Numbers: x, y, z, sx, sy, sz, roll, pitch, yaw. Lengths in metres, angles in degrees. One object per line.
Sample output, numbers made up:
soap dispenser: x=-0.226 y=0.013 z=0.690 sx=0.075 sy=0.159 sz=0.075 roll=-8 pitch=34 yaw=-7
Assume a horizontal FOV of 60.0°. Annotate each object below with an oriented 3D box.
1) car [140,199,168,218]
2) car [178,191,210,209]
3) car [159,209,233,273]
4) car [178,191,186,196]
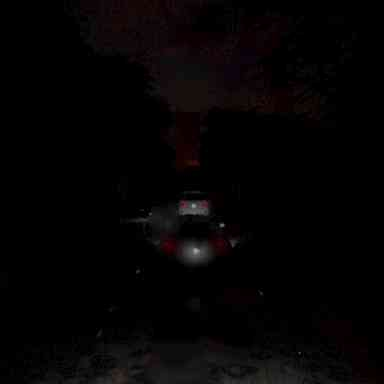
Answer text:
car: x=-2.968 y=1.246 z=27.063 sx=2.033 sy=1.411 sz=5.357 roll=0 pitch=1 yaw=1
car: x=0.156 y=0.944 z=25.212 sx=2.150 sy=2.045 sz=5.566 roll=0 pitch=1 yaw=1
car: x=0.105 y=1.455 z=10.304 sx=1.994 sy=1.385 sz=4.181 roll=0 pitch=1 yaw=0
car: x=-2.697 y=0.314 z=88.446 sx=1.895 sy=1.301 sz=4.718 roll=0 pitch=1 yaw=0
